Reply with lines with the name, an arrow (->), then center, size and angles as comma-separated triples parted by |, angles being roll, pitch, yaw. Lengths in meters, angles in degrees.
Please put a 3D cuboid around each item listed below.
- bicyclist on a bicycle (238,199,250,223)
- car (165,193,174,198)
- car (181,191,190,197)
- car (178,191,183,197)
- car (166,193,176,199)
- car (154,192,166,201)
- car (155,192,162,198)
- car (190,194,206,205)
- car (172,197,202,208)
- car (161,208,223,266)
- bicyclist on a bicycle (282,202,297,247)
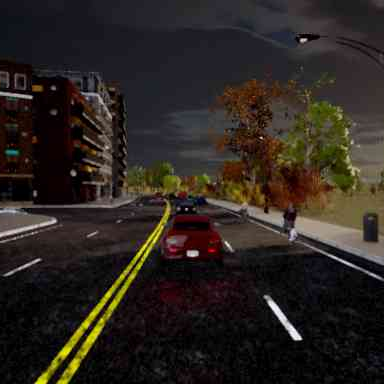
bicyclist on a bicycle -> 3.728, 1.329, 23.684 | 0.866, 1.612, 1.509 | 0, 0, -2
car -> -6.450, 0.975, 93.593 | 2.128, 1.511, 4.902 | 0, 0, -8
car -> -0.696, 1.178, 73.265 | 2.128, 1.511, 4.902 | 0, 0, -6
car -> -2.558, 0.794, 88.989 | 2.150, 2.045, 5.566 | 0, 0, -7
car -> -5.157, 1.099, 83.633 | 1.837, 1.490, 4.892 | 0, 0, -7
car -> -6.976, 1.196, 70.831 | 1.812, 1.442, 4.674 | 0, 0, -6
car -> -8.850, 0.859, 86.965 | 1.837, 1.490, 4.892 | 0, 0, -7
car -> 1.172, 1.315, 53.924 | 1.994, 1.385, 4.181 | 0, 0, -4
car -> -0.561, 1.417, 29.251 | 2.033, 1.411, 5.357 | 0, 0, -3
car -> -0.026, 1.477, 11.231 | 1.812, 1.442, 4.674 | 0, 0, -1
bicyclist on a bicycle -> 3.977, 1.309, 13.676 | 0.659, 1.776, 1.843 | 0, 0, -1
